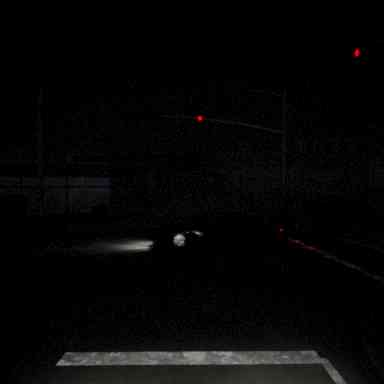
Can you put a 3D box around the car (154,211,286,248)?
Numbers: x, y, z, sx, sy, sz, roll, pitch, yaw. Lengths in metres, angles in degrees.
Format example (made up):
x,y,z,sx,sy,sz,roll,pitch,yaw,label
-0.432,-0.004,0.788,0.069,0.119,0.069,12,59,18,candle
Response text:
x,y,z,sx,sy,sz,roll,pitch,yaw,label
1.151,1.543,14.076,5.357,1.411,2.033,0,0,-1,car

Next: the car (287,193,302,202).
x,y,z,sx,sy,sz,roll,pitch,yaw,label
21.291,1.078,65.809,4.605,1.855,1.932,0,0,0,car

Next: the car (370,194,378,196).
x,y,z,sx,sy,sz,roll,pitch,yaw,label
38.338,1.212,69.155,3.806,1.475,1.970,0,0,0,car

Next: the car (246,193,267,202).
x,y,z,sx,sy,sz,roll,pitch,yaw,label
13.410,1.056,69.065,3.866,1.878,1.905,0,0,0,car

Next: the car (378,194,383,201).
x,y,z,sx,sy,sz,roll,pitch,yaw,label
38.686,1.135,62.739,5.027,1.636,2.152,0,0,0,car

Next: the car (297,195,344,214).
x,y,z,sx,sy,sz,roll,pitch,yaw,label
12.999,1.321,31.481,5.027,1.636,2.152,0,0,0,car

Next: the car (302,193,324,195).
x,y,z,sx,sy,sz,roll,pitch,yaw,label
20.628,1.282,53.350,4.514,1.523,2.007,0,0,0,car

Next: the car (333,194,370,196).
x,y,z,sx,sy,sz,roll,pitch,yaw,label
20.626,1.307,43.357,3.633,1.501,1.845,0,0,0,car

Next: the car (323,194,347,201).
x,y,z,sx,sy,sz,roll,pitch,yaw,label
31.274,1.276,72.790,4.514,1.523,2.007,0,0,0,car

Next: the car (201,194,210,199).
x,y,z,sx,sy,sz,roll,pitch,yaw,label
2.776,1.305,91.677,4.674,1.442,1.812,0,0,0,car

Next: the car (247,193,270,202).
x,y,z,sx,sy,sz,roll,pitch,yaw,label
12.812,1.341,65.738,3.806,1.475,1.970,0,0,0,car

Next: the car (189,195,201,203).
x,y,z,sx,sy,sz,roll,pitch,yaw,label
0.232,1.526,69.759,2.033,1.411,5.357,0,0,0,car

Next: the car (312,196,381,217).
x,y,z,sx,sy,sz,roll,pitch,yaw,label
13.063,1.331,28.344,4.514,1.523,2.007,0,0,0,car
